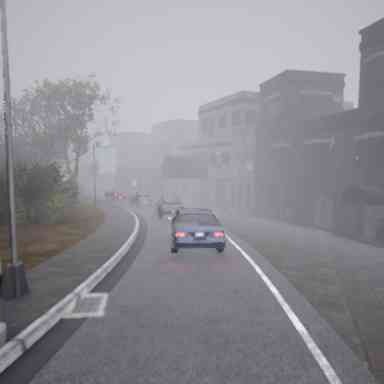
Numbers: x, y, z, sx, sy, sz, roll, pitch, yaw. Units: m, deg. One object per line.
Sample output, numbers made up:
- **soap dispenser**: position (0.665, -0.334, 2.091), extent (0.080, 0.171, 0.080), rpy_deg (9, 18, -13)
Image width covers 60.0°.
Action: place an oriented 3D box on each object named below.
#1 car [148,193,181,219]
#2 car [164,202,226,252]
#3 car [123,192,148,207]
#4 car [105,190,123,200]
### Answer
- **car**: position (-1.766, 1.061, 24.459), extent (2.128, 1.511, 4.902), rpy_deg (-1, 1, -12)
- **car**: position (0.074, 1.322, 12.791), extent (2.033, 1.411, 5.357), rpy_deg (0, 1, -4)
- **car**: position (-5.611, 0.724, 36.192), extent (2.128, 1.511, 4.902), rpy_deg (-2, 3, -23)
- **car**: position (-10.655, 0.336, 46.067), extent (1.895, 1.301, 4.718), rpy_deg (-3, 4, -30)
